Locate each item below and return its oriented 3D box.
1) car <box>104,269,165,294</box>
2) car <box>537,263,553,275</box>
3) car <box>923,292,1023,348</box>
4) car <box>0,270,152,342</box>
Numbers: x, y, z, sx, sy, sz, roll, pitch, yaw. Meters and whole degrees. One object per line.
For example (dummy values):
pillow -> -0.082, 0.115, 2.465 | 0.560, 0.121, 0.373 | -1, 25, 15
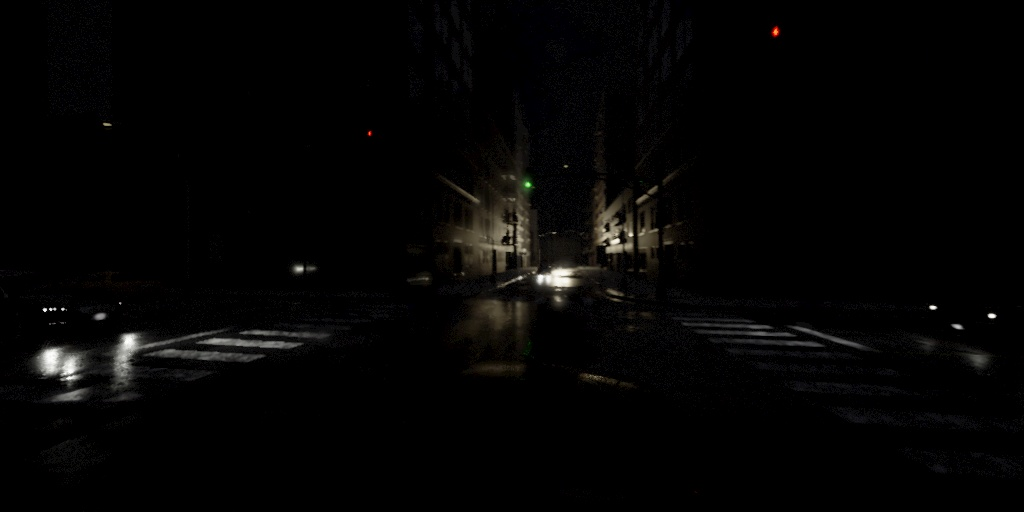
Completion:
car -> -18.239, 1.272, 16.023 | 4.829, 1.417, 1.751 | 0, 0, 8
car -> 4.292, 1.680, 46.343 | 2.128, 1.511, 4.902 | -1, -1, 9
car -> 13.582, 1.513, 8.793 | 4.718, 1.301, 1.895 | 0, 0, 11
car -> -12.781, 1.249, 9.394 | 4.902, 1.511, 2.128 | 0, 0, 9
